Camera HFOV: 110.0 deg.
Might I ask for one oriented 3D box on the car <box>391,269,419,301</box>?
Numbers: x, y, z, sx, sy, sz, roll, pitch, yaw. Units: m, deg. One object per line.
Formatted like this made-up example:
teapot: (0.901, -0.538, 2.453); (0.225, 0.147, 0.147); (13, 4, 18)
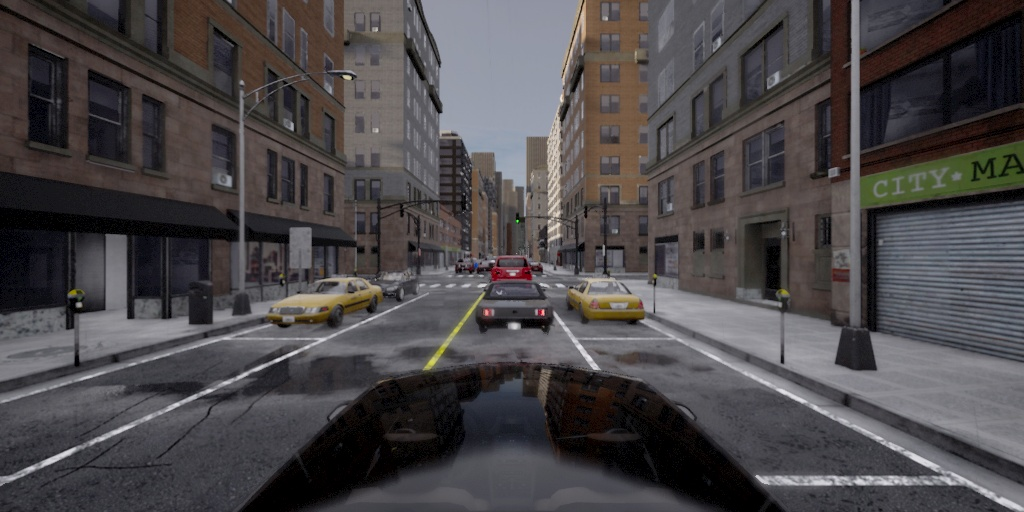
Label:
car: (-5.683, 1.329, 17.212); (2.007, 1.370, 4.403); (0, 0, 0)

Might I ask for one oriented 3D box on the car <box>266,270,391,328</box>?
car: (-5.677, 1.293, 11.516); (1.751, 1.417, 4.829); (0, 0, 0)

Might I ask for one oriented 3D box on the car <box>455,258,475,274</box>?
car: (-5.708, 1.152, 43.985); (2.192, 1.841, 5.009); (0, 0, 0)

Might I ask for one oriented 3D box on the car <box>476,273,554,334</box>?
car: (0.075, 1.367, 10.681); (1.895, 1.301, 4.718); (0, 0, 0)

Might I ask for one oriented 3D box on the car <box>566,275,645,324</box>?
car: (2.848, 1.293, 11.864); (1.751, 1.417, 4.829); (0, 0, 0)

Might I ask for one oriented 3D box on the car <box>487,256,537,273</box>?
car: (-0.167, 1.010, 20.882); (2.150, 2.045, 5.566); (0, 0, -4)

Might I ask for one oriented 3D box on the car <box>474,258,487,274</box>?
car: (-3.139, 1.314, 43.564); (1.882, 1.535, 5.008); (0, 0, 0)

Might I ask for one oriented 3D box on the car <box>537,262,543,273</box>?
car: (2.818, 1.382, 43.993); (1.888, 1.381, 4.507); (0, 0, 0)
